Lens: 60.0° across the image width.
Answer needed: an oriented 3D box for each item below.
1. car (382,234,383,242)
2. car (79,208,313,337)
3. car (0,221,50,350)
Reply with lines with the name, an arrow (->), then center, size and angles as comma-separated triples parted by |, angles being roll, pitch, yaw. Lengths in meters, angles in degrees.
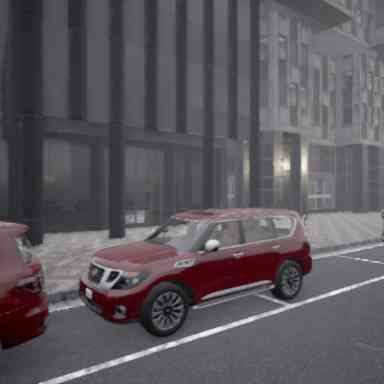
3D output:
car -> 9.398, 1.478, 13.245 | 4.829, 1.417, 1.752 | -1, 1, -34
car -> 0.391, 1.303, 6.813 | 5.009, 1.841, 2.192 | 0, 0, -36
car -> -4.199, 1.319, 3.535 | 5.009, 1.841, 2.192 | 0, 0, -36
